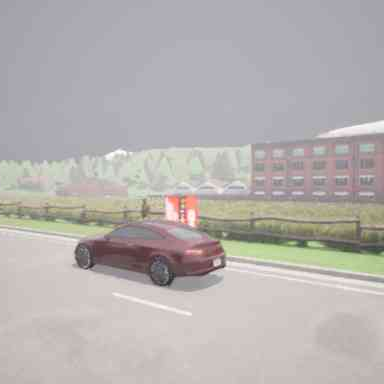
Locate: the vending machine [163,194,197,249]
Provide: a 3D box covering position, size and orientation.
[{"bbox_3d":[-0.465,1.144,13.493,0.880,2.100,1.100,0,0,35],"label":"vending machine"}]

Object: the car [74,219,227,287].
[{"bbox_3d":[-1.274,1.486,9.208,4.674,1.442,1.812,0,0,36],"label":"car"}]

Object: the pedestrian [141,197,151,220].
[{"bbox_3d":[-1.887,1.084,13.313,0.375,1.860,0.375,0,0,35],"label":"pedestrian"}]
